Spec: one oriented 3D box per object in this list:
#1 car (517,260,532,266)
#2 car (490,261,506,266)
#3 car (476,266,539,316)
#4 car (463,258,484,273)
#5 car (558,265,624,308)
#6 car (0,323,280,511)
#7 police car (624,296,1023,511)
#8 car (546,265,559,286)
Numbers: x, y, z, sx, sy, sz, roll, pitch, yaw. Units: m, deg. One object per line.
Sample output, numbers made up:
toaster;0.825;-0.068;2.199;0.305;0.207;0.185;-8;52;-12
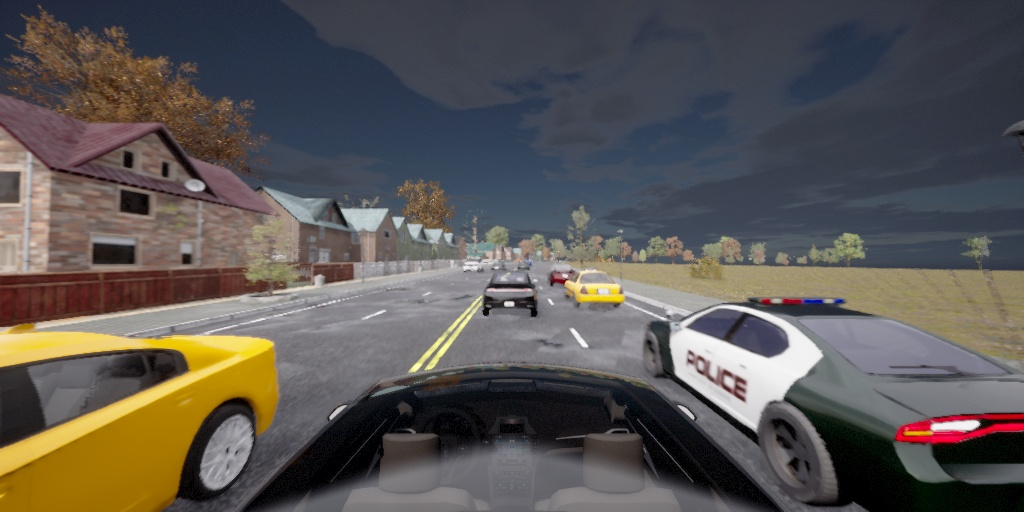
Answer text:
car;1.883;1.623;58.498;1.994;1.385;4.181;0;0;4
car;-1.917;1.506;50.722;2.128;1.511;4.902;0;0;3
car;-0.016;1.303;13.684;2.128;1.511;4.902;0;0;2
car;-5.256;1.233;49.398;2.150;2.045;5.566;0;-1;4
car;3.362;1.278;15.633;1.801;1.575;5.366;0;0;1
car;-3.335;1.225;1.609;1.882;1.535;5.008;0;0;0
police car;3.252;1.271;4.499;2.038;1.542;4.974;0;0;0
car;3.598;1.382;26.414;2.163;1.488;4.792;0;0;2
